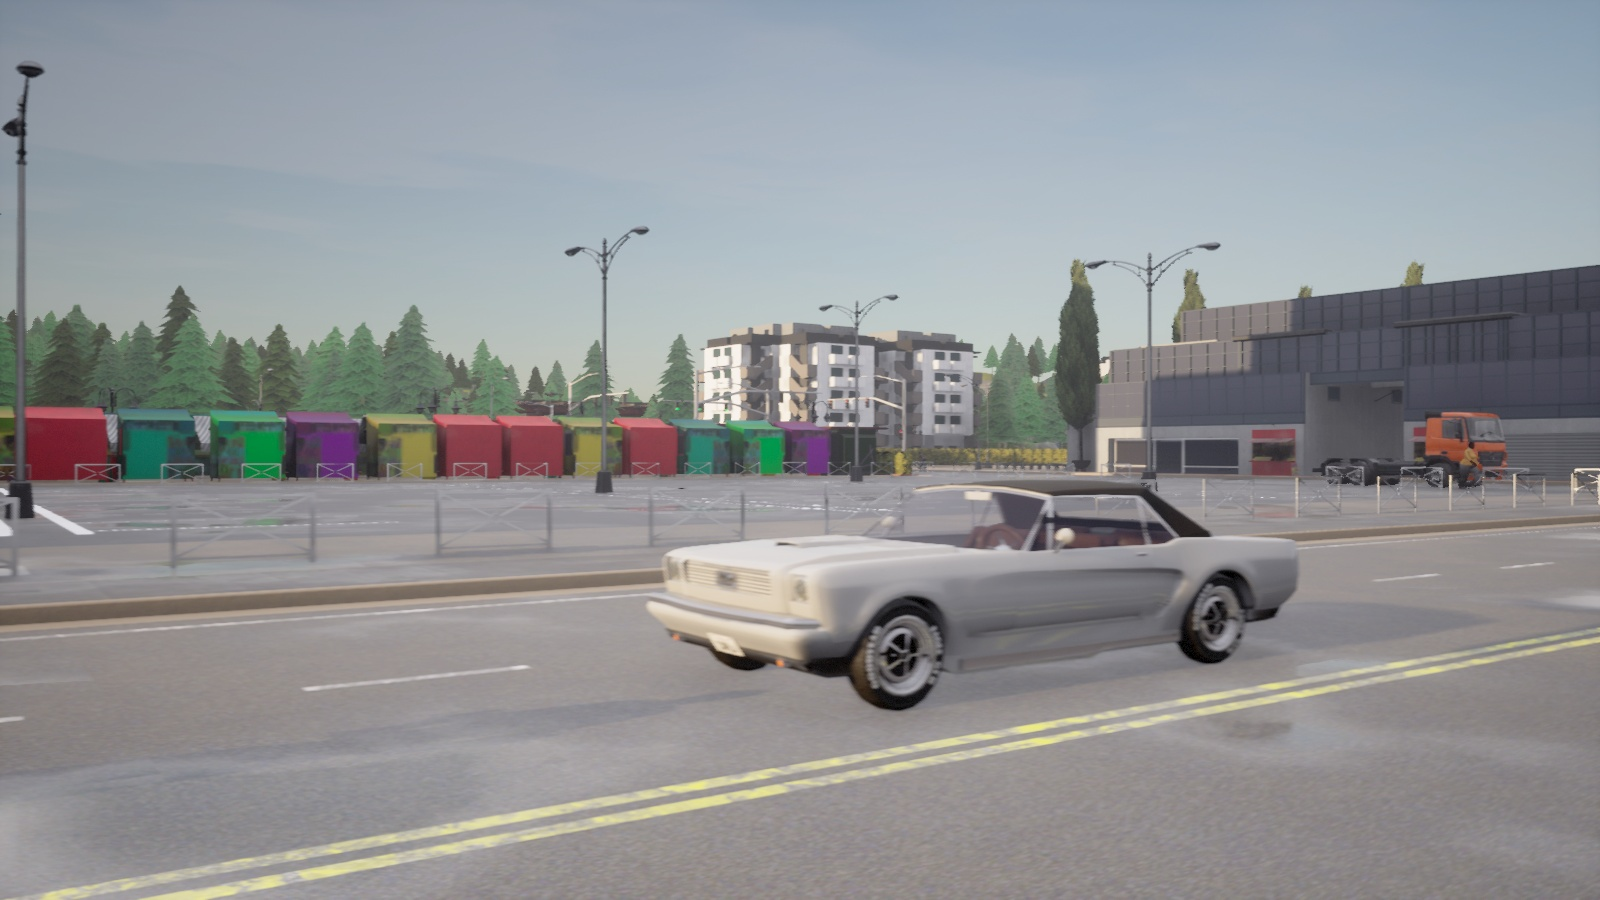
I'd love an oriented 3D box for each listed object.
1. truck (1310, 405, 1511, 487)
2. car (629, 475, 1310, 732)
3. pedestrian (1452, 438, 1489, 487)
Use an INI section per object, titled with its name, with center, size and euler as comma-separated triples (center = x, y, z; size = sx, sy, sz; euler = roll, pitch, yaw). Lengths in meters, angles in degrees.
[truck]
center = 27.790, -0.154, 57.564
size = 2.891, 3.462, 7.936
euler = 0, 0, -33
[car]
center = 1.350, 0.864, 8.862
size = 4.718, 1.301, 1.895
euler = 0, 0, -35
[pedestrian]
center = 25.432, 0.467, 47.636
size = 0.874, 1.855, 0.900
euler = 0, 0, -32
